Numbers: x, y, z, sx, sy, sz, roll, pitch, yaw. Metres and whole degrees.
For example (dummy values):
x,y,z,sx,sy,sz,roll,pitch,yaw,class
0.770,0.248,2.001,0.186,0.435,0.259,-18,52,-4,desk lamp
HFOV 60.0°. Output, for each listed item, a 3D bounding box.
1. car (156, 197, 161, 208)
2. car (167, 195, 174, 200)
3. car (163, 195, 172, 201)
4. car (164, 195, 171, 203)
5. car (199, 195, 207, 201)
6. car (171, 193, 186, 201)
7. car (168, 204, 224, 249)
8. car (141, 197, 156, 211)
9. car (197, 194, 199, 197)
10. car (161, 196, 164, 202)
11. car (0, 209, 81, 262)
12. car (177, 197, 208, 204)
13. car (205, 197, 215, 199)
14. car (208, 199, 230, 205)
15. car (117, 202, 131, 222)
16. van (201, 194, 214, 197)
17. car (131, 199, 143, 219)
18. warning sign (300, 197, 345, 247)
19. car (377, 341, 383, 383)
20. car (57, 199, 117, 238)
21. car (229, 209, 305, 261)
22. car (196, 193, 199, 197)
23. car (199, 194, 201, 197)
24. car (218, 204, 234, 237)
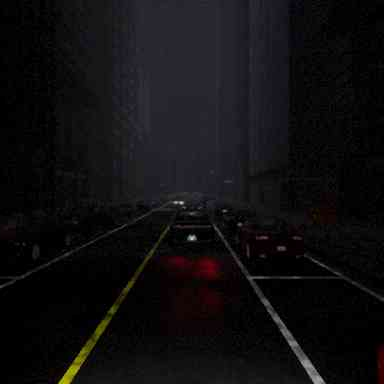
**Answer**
x,y,z,sx,sy,sz,roll,pitch,yaw,class
-5.849,1.432,45.905,1.967,1.590,4.097,1,0,0,car
-5.849,1.462,90.730,1.752,1.417,4.829,1,0,0,car
-5.849,1.506,79.651,2.008,1.369,4.403,1,0,0,car
-5.849,1.515,68.403,1.887,1.381,4.507,1,0,0,car
2.676,1.491,85.282,1.887,1.381,4.507,1,0,0,car
-3.000,1.407,75.917,1.994,1.385,4.181,0,0,0,car
0.000,1.497,14.650,2.128,1.511,4.902,0,0,0,car
-5.850,1.540,40.280,1.887,1.381,4.507,1,0,0,car
2.676,1.521,68.407,2.008,1.369,4.403,1,0,0,car
-5.850,1.532,51.529,1.887,1.381,4.507,1,0,0,car
-5.850,1.545,12.158,1.887,1.381,4.507,1,0,0,car
0.000,1.495,29.651,2.128,1.511,4.902,0,0,0,car
2.675,1.577,40.284,1.802,1.307,4.206,1,0,0,car
2.675,1.564,29.034,1.947,1.339,4.313,1,0,0,car
-5.850,1.565,23.407,1.947,1.339,4.313,1,0,0,car
2.678,1.329,51.533,1.690,1.788,3.998,1,0,0,van
-5.850,1.564,29.031,1.947,1.339,4.313,1,0,0,car
5.059,1.116,13.002,1.300,1.860,1.060,-1,-1,0,warning sign
2.678,1.315,0.911,2.192,1.841,5.009,1,0,0,car
-5.847,1.315,17.782,2.192,1.841,5.009,1,0,0,car
2.676,1.545,12.160,1.887,1.381,4.507,1,0,0,car
2.676,1.506,79.657,2.008,1.369,4.403,1,0,0,car
2.677,1.423,57.157,1.967,1.590,4.097,1,0,0,car
2.675,1.566,17.785,1.947,1.339,4.313,1,0,0,car
